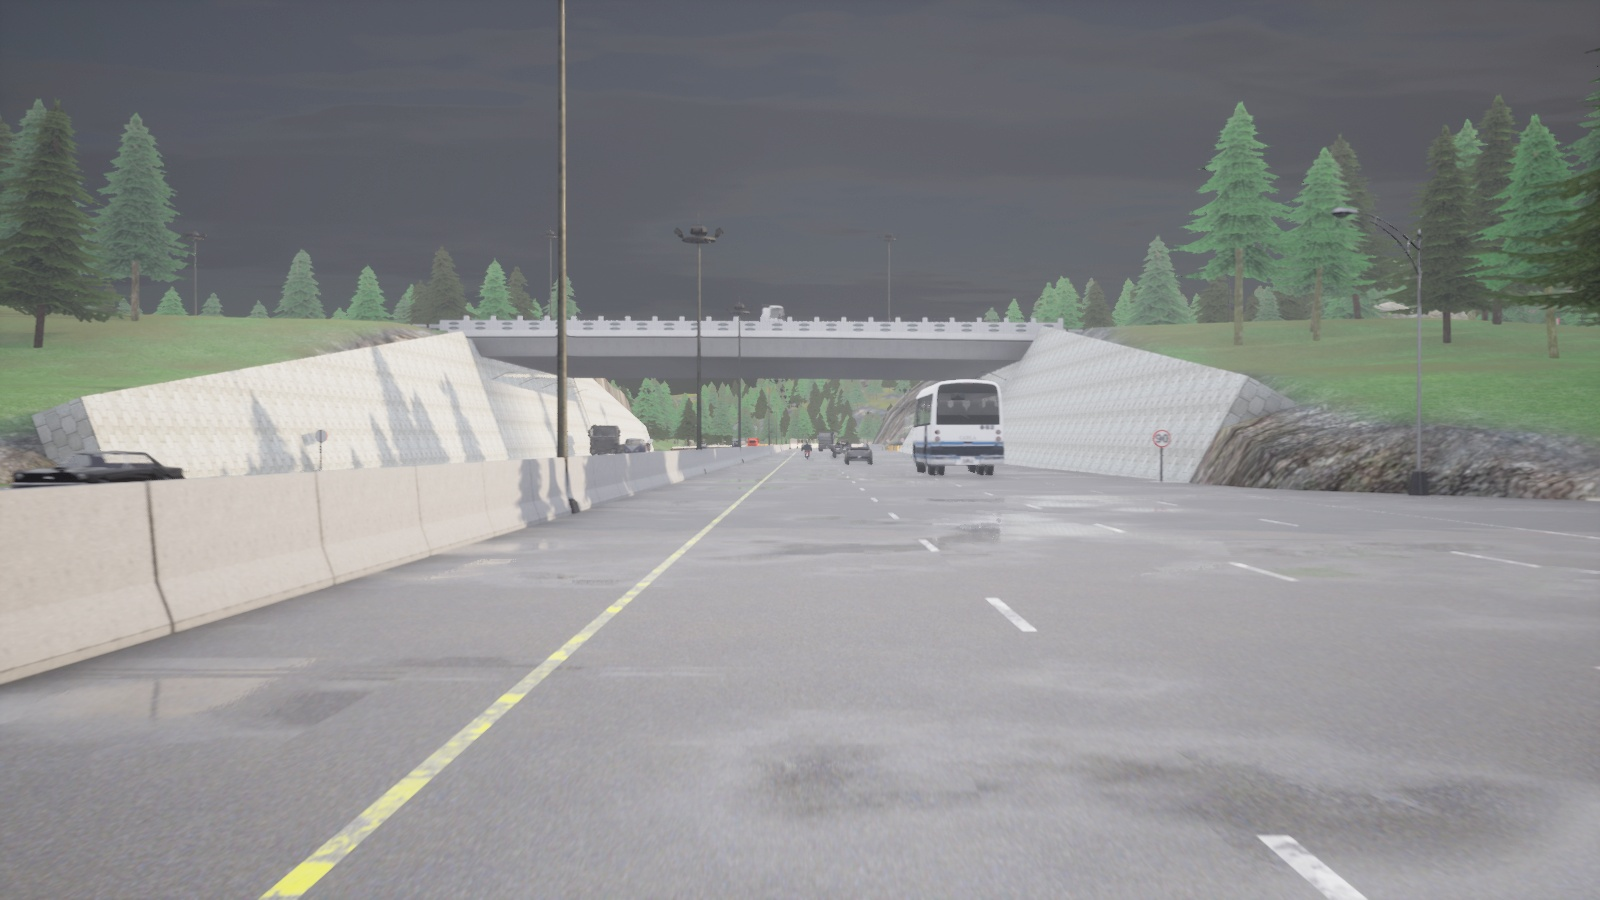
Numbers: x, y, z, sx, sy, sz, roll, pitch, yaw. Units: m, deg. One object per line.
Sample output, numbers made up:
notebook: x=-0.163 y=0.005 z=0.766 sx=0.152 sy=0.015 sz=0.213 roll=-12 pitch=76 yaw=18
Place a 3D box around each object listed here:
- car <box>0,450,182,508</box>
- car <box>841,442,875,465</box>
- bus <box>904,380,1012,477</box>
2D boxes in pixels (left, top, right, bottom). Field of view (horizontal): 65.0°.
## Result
car: x=-17.310 y=0.659 z=30.851 sx=1.895 sy=1.301 sz=4.718 roll=0 pitch=0 yaw=0
car: x=4.012 y=0.214 z=87.302 sx=2.128 sy=1.511 sz=4.902 roll=0 pitch=0 yaw=0
bus: x=7.360 y=-0.964 z=60.398 sx=3.944 sy=4.253 sz=10.273 roll=0 pitch=0 yaw=0
